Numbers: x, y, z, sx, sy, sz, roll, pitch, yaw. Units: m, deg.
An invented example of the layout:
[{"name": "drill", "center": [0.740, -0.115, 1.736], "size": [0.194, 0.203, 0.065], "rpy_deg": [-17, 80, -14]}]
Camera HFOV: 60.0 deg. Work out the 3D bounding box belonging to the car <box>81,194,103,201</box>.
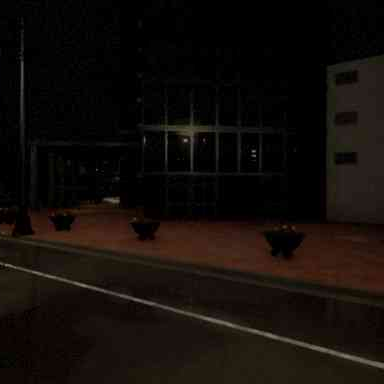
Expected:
[{"name": "car", "center": [-21.658, 1.177, 72.217], "size": [1.882, 1.535, 5.008], "rpy_deg": [0, 0, 34]}]
